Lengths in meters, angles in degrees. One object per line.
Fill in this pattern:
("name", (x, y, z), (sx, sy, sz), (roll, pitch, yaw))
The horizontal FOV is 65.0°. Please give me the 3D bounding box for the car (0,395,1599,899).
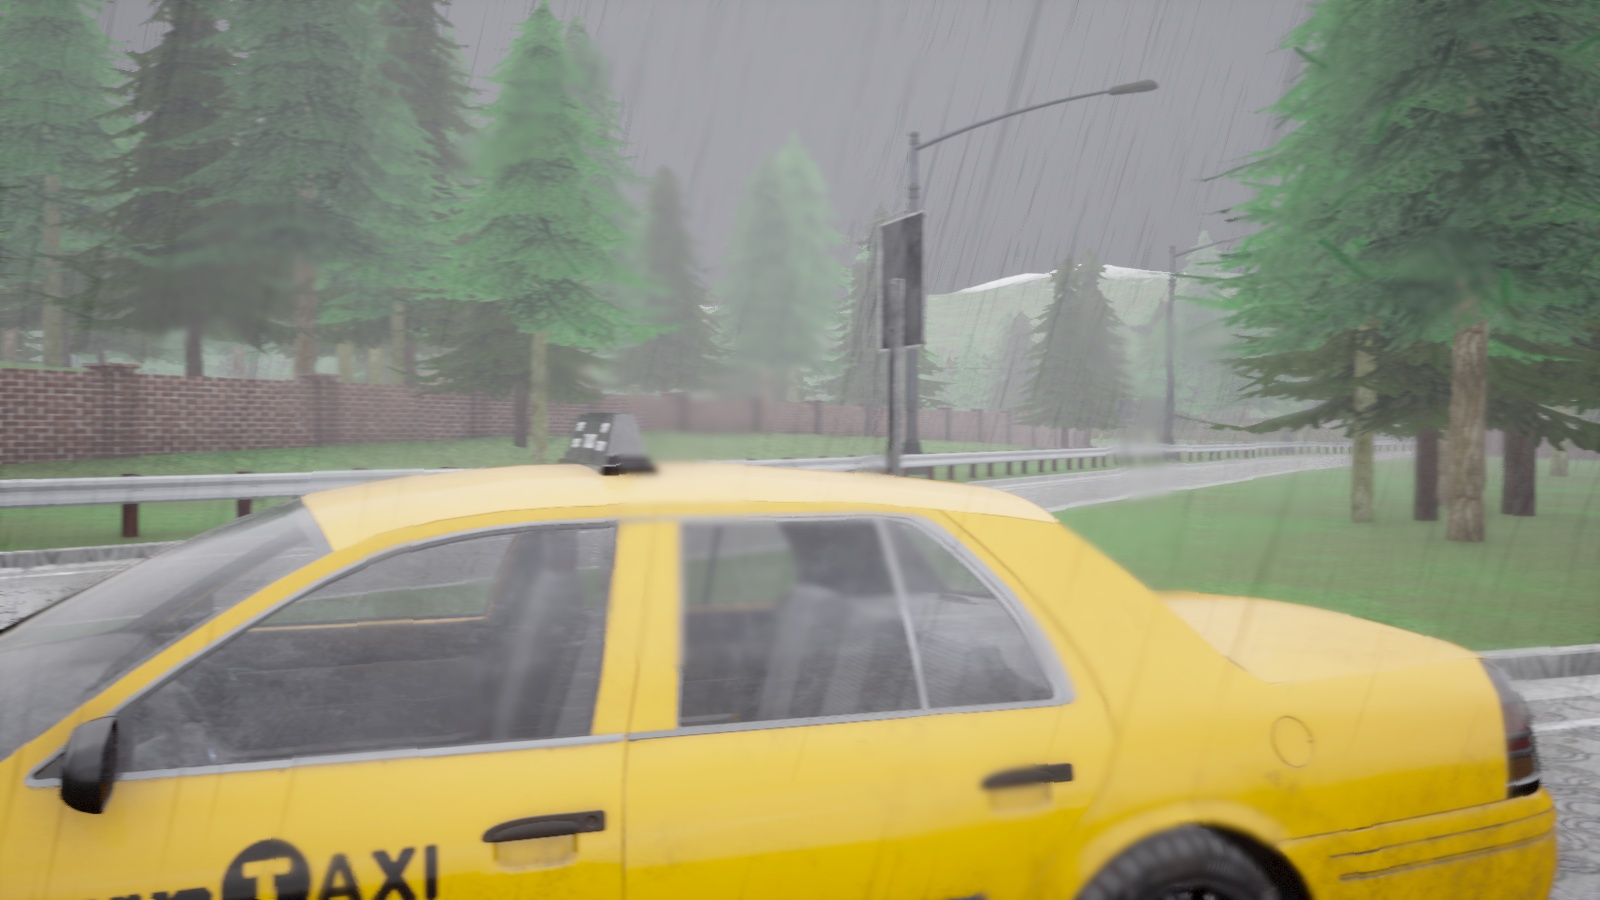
("car", (-0.527, 0.688, 3.036), (5.366, 1.575, 1.801), (-1, 1, -21))
